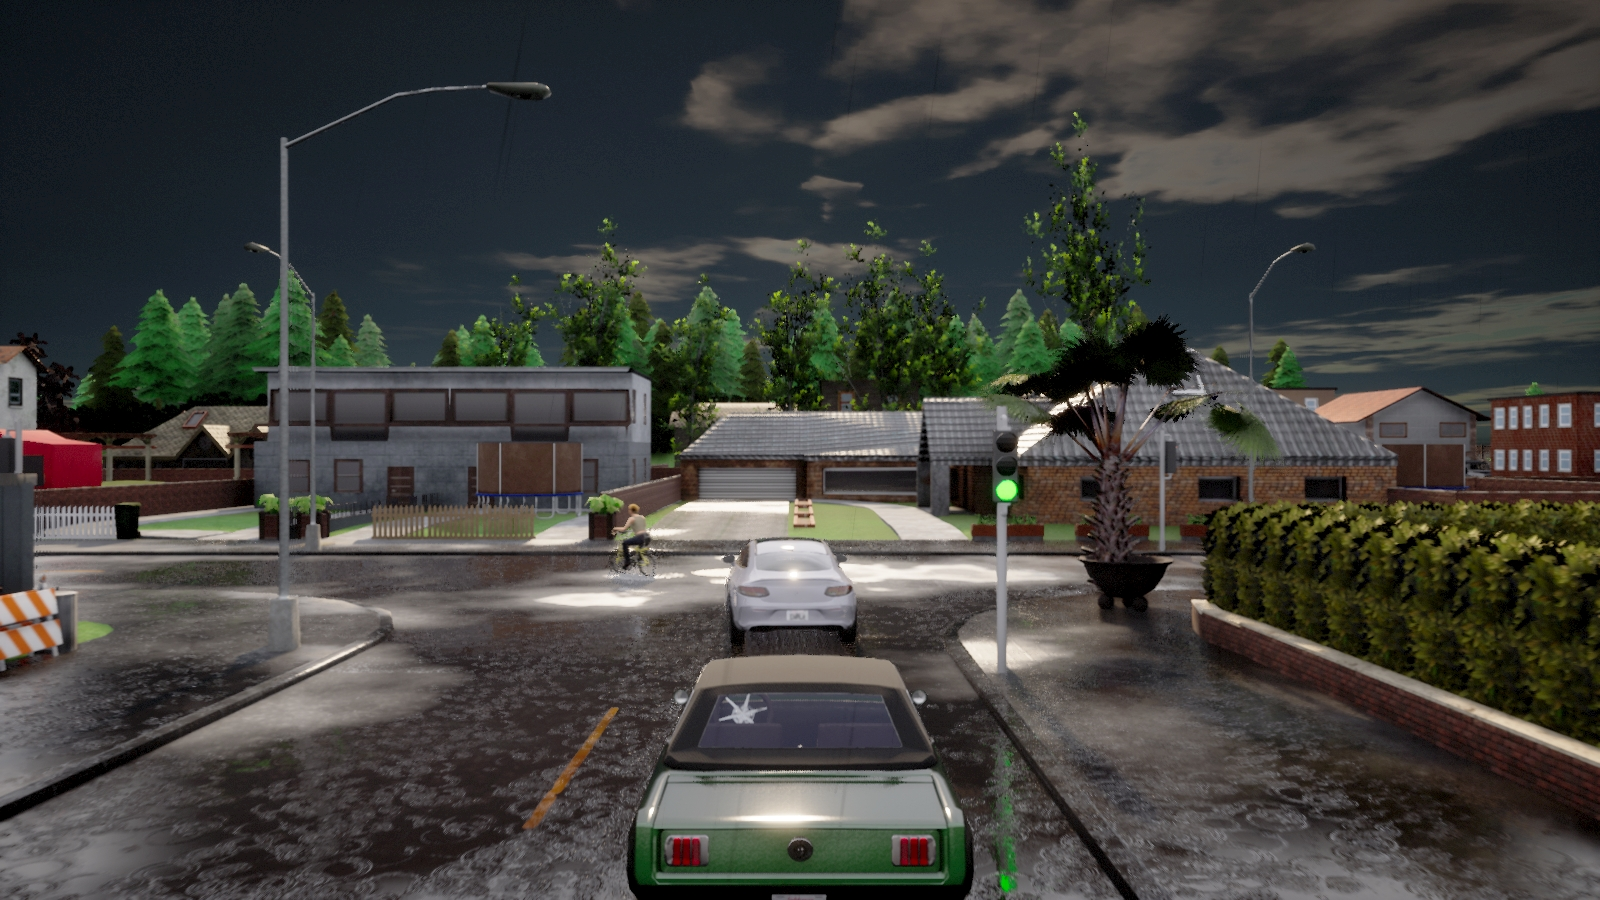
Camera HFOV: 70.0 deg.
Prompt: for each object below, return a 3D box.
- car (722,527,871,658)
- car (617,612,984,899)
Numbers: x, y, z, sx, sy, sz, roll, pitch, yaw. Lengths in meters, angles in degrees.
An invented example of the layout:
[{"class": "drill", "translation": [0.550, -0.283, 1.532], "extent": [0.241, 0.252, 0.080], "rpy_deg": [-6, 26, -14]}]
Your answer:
[{"class": "car", "translation": [-0.199, 2.077, 17.807], "extent": [2.002, 1.442, 4.674], "rpy_deg": [0, 0, -4]}, {"class": "car", "translation": [0.001, 2.153, 8.257], "extent": [1.895, 1.301, 4.718], "rpy_deg": [0, 0, 0]}]
